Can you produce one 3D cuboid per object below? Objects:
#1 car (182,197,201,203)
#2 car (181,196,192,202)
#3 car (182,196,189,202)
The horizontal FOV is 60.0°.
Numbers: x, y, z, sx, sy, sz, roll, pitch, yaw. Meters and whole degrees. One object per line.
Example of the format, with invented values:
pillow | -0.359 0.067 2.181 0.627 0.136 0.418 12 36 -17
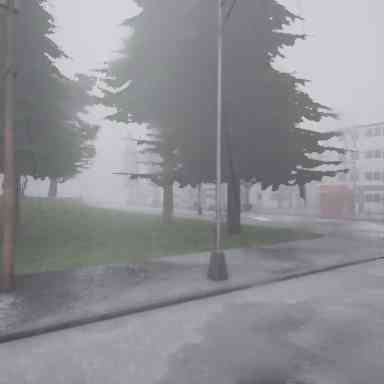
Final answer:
car | -0.129 2.144 86.769 4.974 1.542 2.038 0 0 -6
car | -1.472 1.904 89.246 1.845 1.501 3.633 1 0 -24
car | -0.180 1.986 86.764 4.536 1.218 1.853 0 0 -6
